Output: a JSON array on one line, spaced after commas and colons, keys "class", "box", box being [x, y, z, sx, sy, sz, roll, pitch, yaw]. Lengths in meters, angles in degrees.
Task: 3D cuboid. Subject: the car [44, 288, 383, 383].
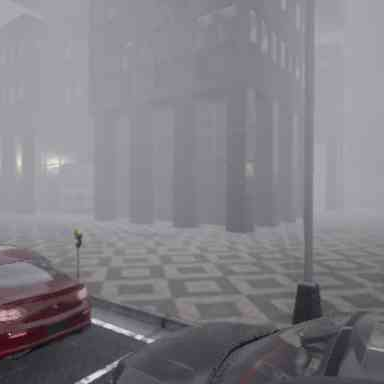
[{"class": "car", "box": [1.279, 1.540, 2.062, 4.403, 1.369, 2.008, 1, 1, 35]}]

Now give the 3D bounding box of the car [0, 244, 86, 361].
[{"class": "car", "box": [-3.366, 1.515, 5.327, 4.206, 1.307, 1.802, 1, 1, 35]}]
